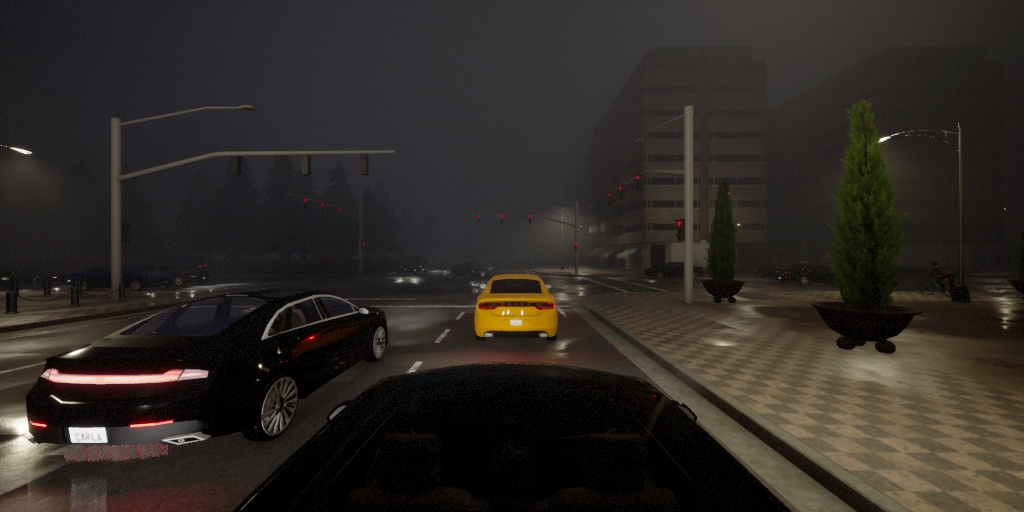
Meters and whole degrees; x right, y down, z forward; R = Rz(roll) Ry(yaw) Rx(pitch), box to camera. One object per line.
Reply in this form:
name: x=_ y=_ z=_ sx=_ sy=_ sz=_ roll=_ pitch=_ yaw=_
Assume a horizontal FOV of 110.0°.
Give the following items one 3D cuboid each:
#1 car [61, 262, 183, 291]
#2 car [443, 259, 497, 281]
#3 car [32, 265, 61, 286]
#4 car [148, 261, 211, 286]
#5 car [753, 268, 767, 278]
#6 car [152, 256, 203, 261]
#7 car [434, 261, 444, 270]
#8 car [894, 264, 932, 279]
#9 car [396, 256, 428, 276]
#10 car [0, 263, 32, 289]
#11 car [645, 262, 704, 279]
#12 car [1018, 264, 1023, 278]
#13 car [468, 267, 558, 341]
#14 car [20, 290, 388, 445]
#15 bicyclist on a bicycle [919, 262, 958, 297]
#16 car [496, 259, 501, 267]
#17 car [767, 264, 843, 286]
car: x=-23.438 y=1.283 z=21.699 sx=5.008 sy=1.535 sz=1.882 roll=0 pitch=0 yaw=0
car: x=-3.732 y=1.269 z=31.035 sx=2.128 sy=1.511 sz=4.902 roll=-1 pitch=0 yaw=-34
car: x=-33.765 y=1.353 z=25.168 sx=5.357 sy=1.411 sz=2.033 roll=0 pitch=0 yaw=0
car: x=-24.023 y=1.310 z=25.209 sx=4.892 sy=1.490 sz=1.837 roll=0 pitch=0 yaw=1
car: x=24.715 y=1.406 z=32.539 sx=4.718 sy=1.301 sz=1.895 roll=0 pitch=0 yaw=0
car: x=-30.782 y=1.027 z=32.328 sx=5.566 sy=2.045 sz=2.150 roll=0 pitch=0 yaw=0
car: x=-9.924 y=1.351 z=52.460 sx=1.895 sy=1.301 sz=4.718 roll=0 pitch=0 yaw=6
car: x=34.915 y=1.406 z=32.560 sx=4.718 sy=1.301 sz=1.895 roll=0 pitch=0 yaw=0
car: x=-10.468 y=0.976 z=38.028 sx=2.150 sy=2.045 sz=5.566 roll=0 pitch=0 yaw=1
car: x=-33.373 y=1.027 z=21.671 sx=5.566 sy=2.045 sz=2.150 roll=0 pitch=0 yaw=0
car: x=14.639 y=1.283 z=32.510 sx=5.008 sy=1.535 sz=1.882 roll=0 pitch=0 yaw=0
car: x=39.637 y=1.027 z=25.390 sx=5.566 sy=2.045 sz=2.150 roll=0 pitch=0 yaw=-2
car: x=0.104 y=1.228 z=9.922 sx=1.882 sy=1.535 sz=5.008 roll=0 pitch=0 yaw=0
car: x=-3.424 y=1.242 z=5.339 sx=2.128 sy=1.511 sz=4.902 roll=0 pitch=0 yaw=0
bicyclist on a bicycle: x=20.283 y=1.106 z=17.043 sx=0.582 sy=1.620 sz=1.656 roll=0 pitch=0 yaw=0
car: x=-3.669 y=1.255 z=63.618 sx=1.837 sy=1.490 sz=4.892 roll=0 pitch=0 yaw=24
car: x=21.348 y=1.309 z=25.345 sx=4.892 sy=1.490 sz=1.837 roll=0 pitch=0 yaw=0
